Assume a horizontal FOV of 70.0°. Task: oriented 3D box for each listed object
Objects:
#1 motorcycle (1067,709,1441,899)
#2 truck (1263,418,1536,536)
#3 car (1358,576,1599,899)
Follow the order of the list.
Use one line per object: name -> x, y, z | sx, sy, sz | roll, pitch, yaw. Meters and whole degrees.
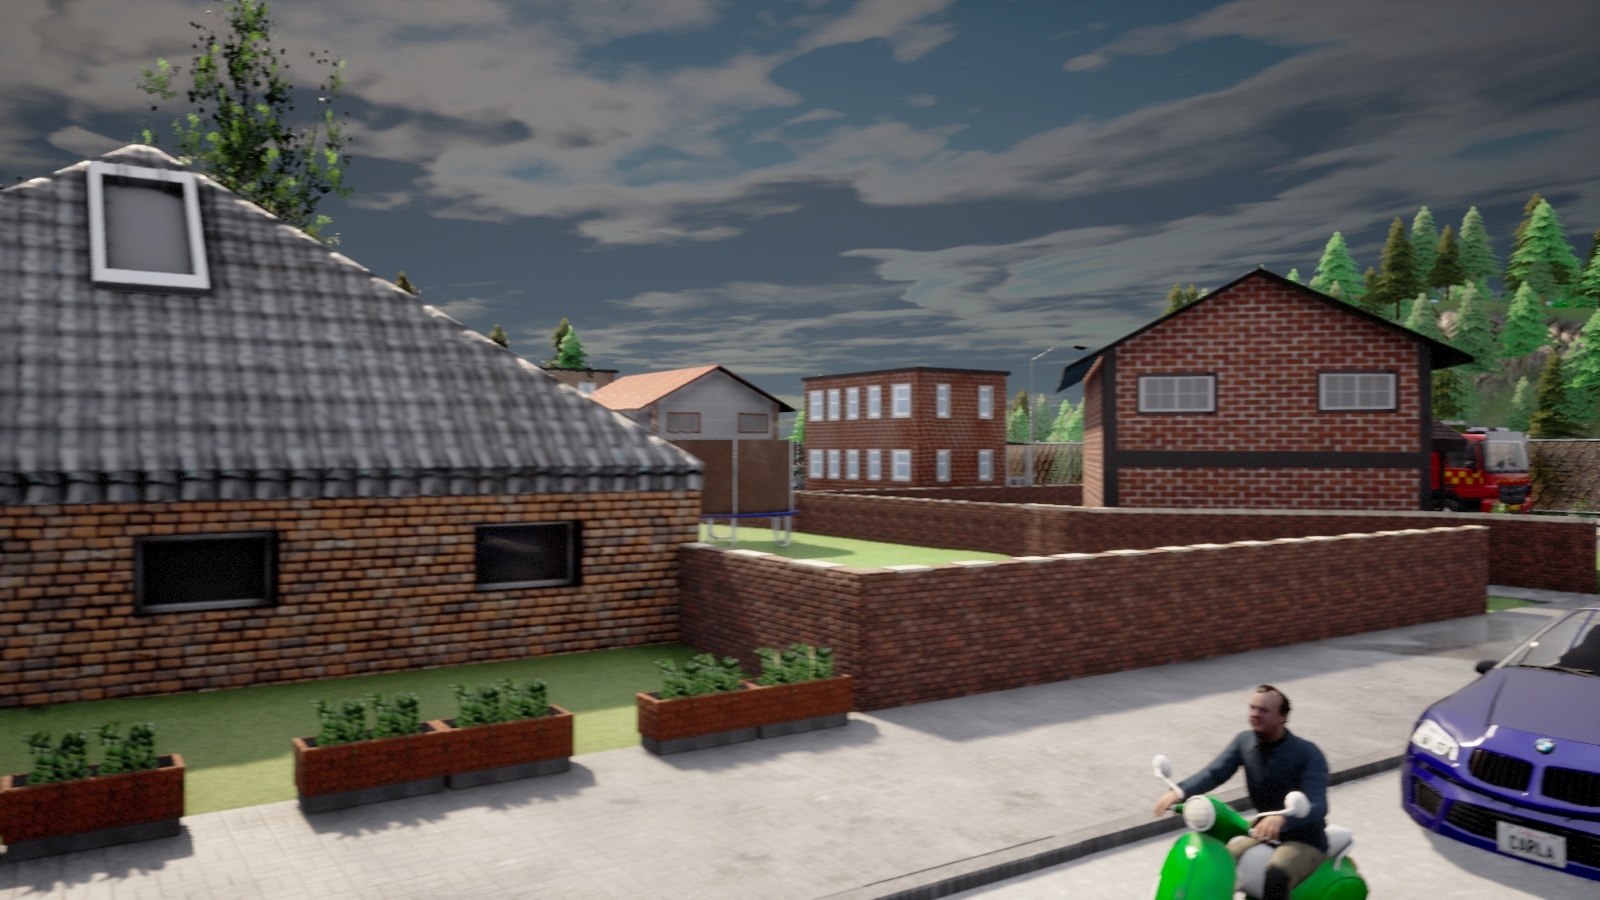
motorcycle -> 2.279, 2.140, 5.675 | 1.805, 1.316, 0.856 | 0, 0, -34
truck -> 21.503, 0.881, 41.604 | 2.891, 3.827, 8.468 | 0, 0, -33
car -> 6.501, 1.966, 8.445 | 4.611, 1.667, 2.242 | 0, 0, -34
